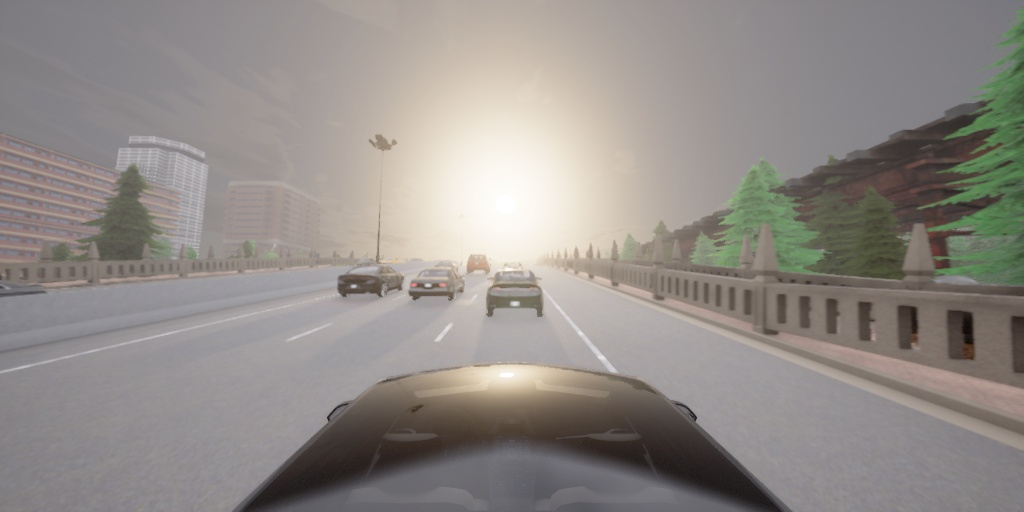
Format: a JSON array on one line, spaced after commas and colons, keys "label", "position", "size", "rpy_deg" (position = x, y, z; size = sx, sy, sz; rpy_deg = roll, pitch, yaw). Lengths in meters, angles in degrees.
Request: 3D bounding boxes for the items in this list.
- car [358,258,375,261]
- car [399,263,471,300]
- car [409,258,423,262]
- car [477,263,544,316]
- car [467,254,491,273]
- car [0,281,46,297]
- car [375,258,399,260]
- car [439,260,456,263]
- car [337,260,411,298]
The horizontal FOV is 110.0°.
[{"label": "car", "position": [-21.071, 1.004, 52.014], "size": [1.837, 1.490, 4.892], "rpy_deg": [0, 1, 0]}, {"label": "car", "position": [-3.403, 1.234, 17.063], "size": [2.033, 1.411, 5.357], "rpy_deg": [0, 0, 0]}, {"label": "car", "position": [-14.076, 1.002, 52.218], "size": [1.837, 1.490, 4.892], "rpy_deg": [0, 0, 0]}, {"label": "car", "position": [0.095, 1.199, 13.129], "size": [2.128, 1.511, 4.902], "rpy_deg": [0, 0, 0]}, {"label": "car", "position": [-3.407, 0.799, 37.351], "size": [2.150, 2.045, 5.566], "rpy_deg": [0, 0, 0]}, {"label": "car", "position": [-14.101, 1.227, 8.110], "size": [2.128, 1.511, 4.902], "rpy_deg": [0, 0, 0]}, {"label": "car", "position": [-17.575, 0.977, 52.011], "size": [1.882, 1.535, 5.008], "rpy_deg": [0, 0, 0]}, {"label": "car", "position": [-6.907, 1.138, 37.999], "size": [1.994, 1.385, 4.181], "rpy_deg": [0, 0, 0]}, {"label": "car", "position": [-6.904, 1.159, 18.116], "size": [1.882, 1.535, 5.008], "rpy_deg": [0, 0, 0]}]
